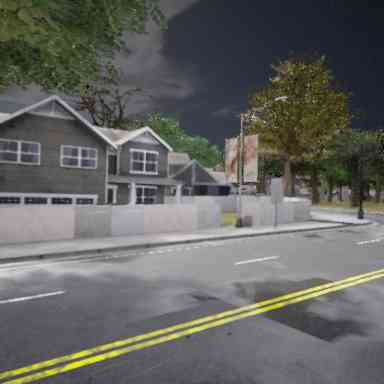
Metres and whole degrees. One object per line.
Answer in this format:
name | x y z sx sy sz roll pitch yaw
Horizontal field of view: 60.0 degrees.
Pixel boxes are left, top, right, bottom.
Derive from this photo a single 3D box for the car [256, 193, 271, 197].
car | 11.520 1.265 51.058 2.150 2.045 5.566 2 0 -12
